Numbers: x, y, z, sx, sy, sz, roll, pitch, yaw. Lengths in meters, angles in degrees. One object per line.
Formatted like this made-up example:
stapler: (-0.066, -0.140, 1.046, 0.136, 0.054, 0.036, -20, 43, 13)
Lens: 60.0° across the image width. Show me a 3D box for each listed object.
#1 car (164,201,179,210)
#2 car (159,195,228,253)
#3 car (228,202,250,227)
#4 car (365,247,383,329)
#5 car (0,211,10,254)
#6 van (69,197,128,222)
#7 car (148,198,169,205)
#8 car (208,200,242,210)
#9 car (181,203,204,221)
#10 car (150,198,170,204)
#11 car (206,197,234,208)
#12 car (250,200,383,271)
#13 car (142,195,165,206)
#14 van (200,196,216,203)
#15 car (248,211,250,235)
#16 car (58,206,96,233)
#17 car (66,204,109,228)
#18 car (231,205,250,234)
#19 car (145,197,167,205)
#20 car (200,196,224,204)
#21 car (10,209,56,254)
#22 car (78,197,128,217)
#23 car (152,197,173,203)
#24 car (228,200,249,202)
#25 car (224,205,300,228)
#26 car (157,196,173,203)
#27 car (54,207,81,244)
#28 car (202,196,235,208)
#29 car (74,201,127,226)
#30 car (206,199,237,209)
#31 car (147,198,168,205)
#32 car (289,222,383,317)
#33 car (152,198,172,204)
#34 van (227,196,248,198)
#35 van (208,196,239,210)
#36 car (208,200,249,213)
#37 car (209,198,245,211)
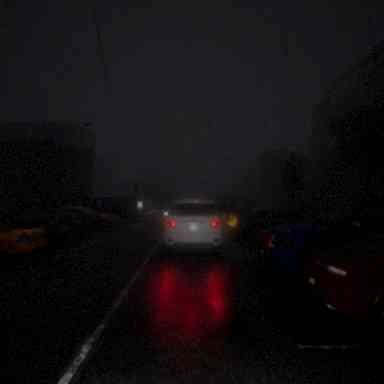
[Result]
car: (-3.081, 1.995, 50.359, 1.895, 1.301, 4.718, 0, -1, 0)
car: (0.069, 1.276, 14.044, 2.150, 2.045, 5.566, 0, 0, 0)
car: (4.837, 1.587, 19.997, 5.366, 1.575, 1.946, 0, -1, 0)
car: (4.680, 1.487, 3.257, 4.792, 1.488, 2.163, 0, 0, 0)
car: (-7.648, 1.355, 8.562, 4.553, 1.767, 2.185, 0, 0, 0)
van: (-7.795, 1.438, 28.102, 4.442, 1.987, 1.878, 0, -1, 0)
car: (-7.672, 2.167, 77.351, 4.674, 1.452, 2.002, 0, -1, 0)
car: (4.651, 1.892, 47.932, 4.674, 1.452, 2.002, 0, -1, 0)
car: (0.075, 1.772, 30.484, 1.994, 1.385, 4.181, 0, -1, 0)
car: (-7.704, 2.184, 80.290, 4.792, 1.488, 2.163, 0, -1, 0)
car: (4.623, 1.805, 56.314, 4.553, 1.767, 2.185, 0, -1, 0)
car: (4.622, 1.234, 8.826, 5.566, 2.045, 2.435, 0, -1, 0)
car: (-7.704, 1.793, 68.540, 5.566, 2.045, 2.435, 0, -1, 0)
van: (4.540, 2.066, 95.422, 4.442, 1.987, 1.878, 0, 0, 0)
car: (4.622, 1.541, 11.617, 4.792, 1.488, 2.163, 0, -1, 0)
car: (-7.676, 1.601, 17.059, 4.674, 1.452, 2.002, 0, -1, 0)
car: (-7.676, 1.626, 19.726, 4.674, 1.452, 2.002, 0, -1, 0)
car: (4.681, 1.593, 17.204, 4.792, 1.488, 2.163, 0, -1, 0)
car: (-7.644, 1.945, 71.352, 4.553, 1.767, 2.185, 0, -1, 0)
car: (4.627, 1.889, 78.663, 5.566, 2.045, 2.435, 0, -1, 0)
car: (-7.865, 1.505, 11.479, 5.366, 1.575, 1.946, 0, -1, 0)
car: (-7.707, 1.387, 25.311, 5.566, 2.045, 2.435, 0, -1, 0)
car: (-7.859, 2.234, 89.104, 5.366, 1.575, 1.946, 0, -1, 0)
car: (4.837, 1.639, 25.585, 5.366, 1.575, 1.946, 0, -1, 0)
car: (4.680, 1.646, 22.792, 4.792, 1.488, 2.163, 0, -1, 0)
car: (-7.643, 2.162, 94.986, 4.553, 1.767, 2.185, 0, 0, 0)
car: (-7.650, 1.564, 14.270, 4.792, 1.488, 2.163, 0, -1, 0)
car: (4.682, 1.706, 59.110, 5.566, 2.045, 2.435, 0, -1, 0)
car: (-7.493, 1.610, 22.643, 5.366, 1.575, 1.946, 0, -1, 0)
car: (4.682, 1.934, 53.521, 4.792, 1.488, 2.163, 0, -1, 0)
car: (-7.672, 2.138, 74.289, 4.674, 1.452, 2.002, 0, -1, 0)
car: (4.650, 1.463, 6.089, 5.008, 1.535, 2.097, 0, -1, 0)
car: (-7.680, 2.209, 86.041, 4.892, 1.521, 2.231, 0, -1, 0)
van: (4.536, 1.548, 39.554, 4.442, 1.987, 1.878, 0, -1, 0)
van: (4.770, 1.653, 50.728, 4.442, 1.987, 1.878, 0, -1, 0)
car: (4.648, 1.801, 42.470, 5.008, 1.535, 2.097, 0, -1, 0)
car: (4.684, 1.700, 45.141, 4.553, 1.767, 2.185, 0, -1, 0)
